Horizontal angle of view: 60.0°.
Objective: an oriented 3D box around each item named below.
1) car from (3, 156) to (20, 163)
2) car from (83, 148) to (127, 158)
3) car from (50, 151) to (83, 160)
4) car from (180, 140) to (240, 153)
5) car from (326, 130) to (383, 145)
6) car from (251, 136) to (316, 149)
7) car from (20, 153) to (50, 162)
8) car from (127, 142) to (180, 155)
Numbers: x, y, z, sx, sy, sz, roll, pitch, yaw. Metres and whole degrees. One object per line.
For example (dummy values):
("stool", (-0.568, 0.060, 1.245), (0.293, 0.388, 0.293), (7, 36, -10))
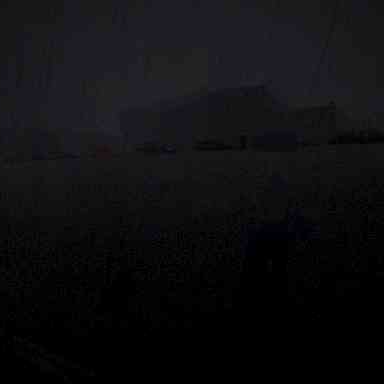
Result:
("car", (-21.848, -3.803, 41.839), (4.892, 1.521, 2.231), (0, 0, 34))
("car", (-7.919, -3.620, 32.785), (5.008, 1.535, 2.097), (1, 1, 32))
("car", (-12.632, -3.650, 35.713), (4.674, 1.452, 2.002), (1, 0, 33))
("car", (1.830, -3.447, 27.170), (4.792, 1.488, 2.163), (1, 0, 29))
("car", (11.527, -3.335, 22.106), (4.892, 1.521, 2.231), (1, 0, 27))
("car", (6.695, -3.367, 24.563), (4.674, 1.452, 2.002), (1, 0, 28))
("car", (-17.280, -3.756, 38.740), (4.892, 1.521, 2.231), (1, 0, 34))
("car", (-3.165, -3.675, 29.970), (4.553, 1.767, 2.185), (1, 1, 31))
